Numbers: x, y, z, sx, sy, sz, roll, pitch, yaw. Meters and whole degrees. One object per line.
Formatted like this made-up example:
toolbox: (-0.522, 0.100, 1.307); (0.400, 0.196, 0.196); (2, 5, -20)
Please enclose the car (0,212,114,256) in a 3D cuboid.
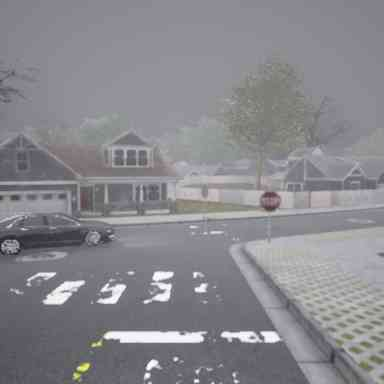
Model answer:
car: (-5.640, 1.557, 13.418); (4.892, 1.490, 1.837); (-2, 2, -23)
